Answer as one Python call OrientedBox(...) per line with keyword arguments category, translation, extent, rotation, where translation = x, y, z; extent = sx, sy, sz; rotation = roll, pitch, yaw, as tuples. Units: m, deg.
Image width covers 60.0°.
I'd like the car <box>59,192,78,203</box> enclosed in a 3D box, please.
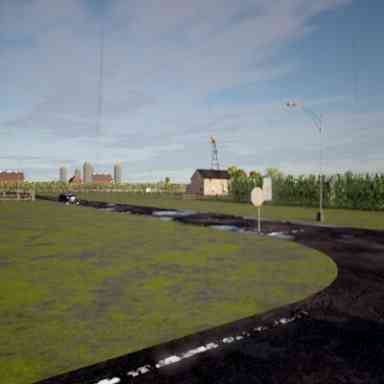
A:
OrientedBox(category="car", translation=(-18.623, 0.748, 50.015), extent=(2.128, 1.511, 4.902), rotation=(-1, 1, -36))
